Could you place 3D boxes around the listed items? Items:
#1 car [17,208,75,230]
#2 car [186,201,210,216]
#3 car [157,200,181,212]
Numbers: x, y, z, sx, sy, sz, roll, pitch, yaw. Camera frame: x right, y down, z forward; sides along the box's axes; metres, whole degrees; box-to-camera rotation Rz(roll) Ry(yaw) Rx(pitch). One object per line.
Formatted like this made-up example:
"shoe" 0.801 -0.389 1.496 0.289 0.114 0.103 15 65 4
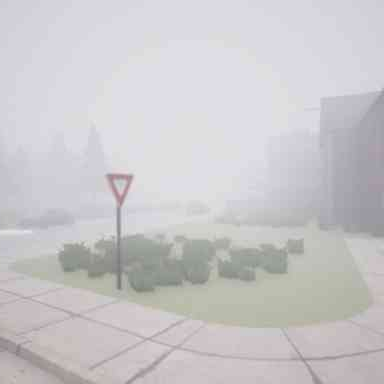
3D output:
"car" -10.410 1.878 23.990 1.994 1.385 4.181 -1 0 19
"car" 0.679 1.754 35.776 1.816 1.474 4.193 -7 -2 17
"car" -3.024 1.896 45.011 1.837 1.490 4.892 -1 -1 20
